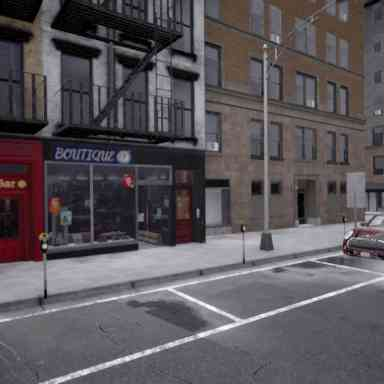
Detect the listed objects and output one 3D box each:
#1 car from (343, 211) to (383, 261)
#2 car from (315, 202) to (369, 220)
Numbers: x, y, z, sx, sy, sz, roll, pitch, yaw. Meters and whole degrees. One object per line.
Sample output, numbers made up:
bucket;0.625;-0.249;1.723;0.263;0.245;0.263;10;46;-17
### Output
car;7.051;1.441;11.606;4.097;1.590;1.967;0;-1;-36
car;14.116;1.745;31.467;1.994;1.385;4.181;-1;0;-35
